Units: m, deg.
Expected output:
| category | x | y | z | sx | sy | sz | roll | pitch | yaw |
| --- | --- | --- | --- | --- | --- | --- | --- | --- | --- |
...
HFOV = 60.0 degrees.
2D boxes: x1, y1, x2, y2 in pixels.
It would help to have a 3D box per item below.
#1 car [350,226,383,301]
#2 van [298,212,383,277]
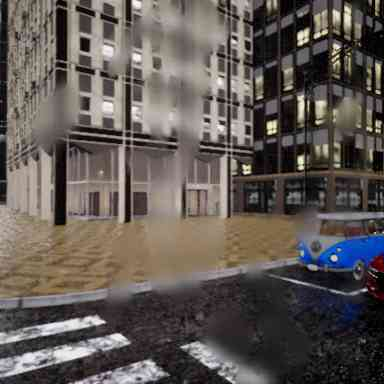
| category | x | y | z | sx | sy | sz | roll | pitch | yaw |
| --- | --- | --- | --- | --- | --- | --- | --- | --- | --- |
| car | 5.940 | 1.608 | 7.606 | 5.008 | 1.535 | 1.882 | 1 | -1 | -35 |
| van | 4.927 | 1.508 | 10.081 | 3.998 | 1.788 | 1.690 | 1 | -1 | -35 |
